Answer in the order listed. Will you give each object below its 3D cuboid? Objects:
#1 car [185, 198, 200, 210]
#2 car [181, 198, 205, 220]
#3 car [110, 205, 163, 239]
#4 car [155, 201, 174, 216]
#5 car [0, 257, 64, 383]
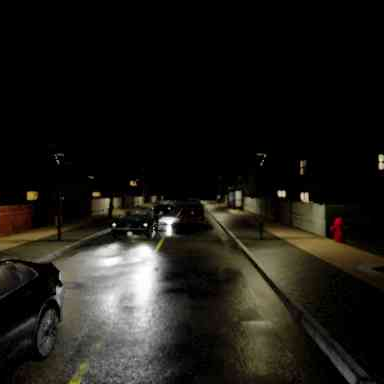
[{"bbox_3d":[0.088,1.515,43.981,1.812,1.442,4.674,0,0,0],"label":"car"},{"bbox_3d":[0.062,1.451,28.051,1.882,1.535,5.008,0,0,0],"label":"car"},{"bbox_3d":[-2.820,1.572,17.303,1.895,1.301,4.718,0,0,0],"label":"car"},{"bbox_3d":[-2.797,1.578,32.593,1.895,1.301,4.718,0,0,0],"label":"car"},{"bbox_3d":[-2.845,1.484,3.107,2.128,1.511,4.902,0,0,0],"label":"car"}]
